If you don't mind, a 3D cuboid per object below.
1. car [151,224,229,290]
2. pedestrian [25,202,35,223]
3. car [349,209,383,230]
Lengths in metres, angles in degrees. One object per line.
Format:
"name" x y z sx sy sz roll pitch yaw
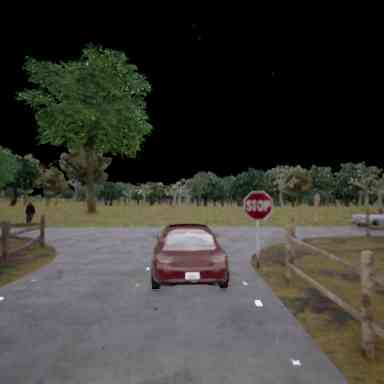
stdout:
"car" -0.135 1.598 9.215 1.812 1.442 4.674 0 0 -4
"pedestrian" -12.141 1.582 24.852 0.375 1.860 0.375 0 -2 0
"car" 12.992 1.738 21.807 4.718 1.301 1.895 0 -2 0
